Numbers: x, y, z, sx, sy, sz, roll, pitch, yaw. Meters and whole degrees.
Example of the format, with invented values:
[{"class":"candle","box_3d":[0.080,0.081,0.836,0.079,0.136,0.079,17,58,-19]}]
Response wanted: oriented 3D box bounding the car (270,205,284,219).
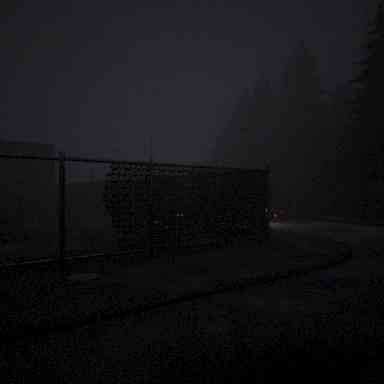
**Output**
[{"class":"car","box_3d":[5.445,1.601,28.574,1.895,1.301,4.718,0,0,-34]}]
